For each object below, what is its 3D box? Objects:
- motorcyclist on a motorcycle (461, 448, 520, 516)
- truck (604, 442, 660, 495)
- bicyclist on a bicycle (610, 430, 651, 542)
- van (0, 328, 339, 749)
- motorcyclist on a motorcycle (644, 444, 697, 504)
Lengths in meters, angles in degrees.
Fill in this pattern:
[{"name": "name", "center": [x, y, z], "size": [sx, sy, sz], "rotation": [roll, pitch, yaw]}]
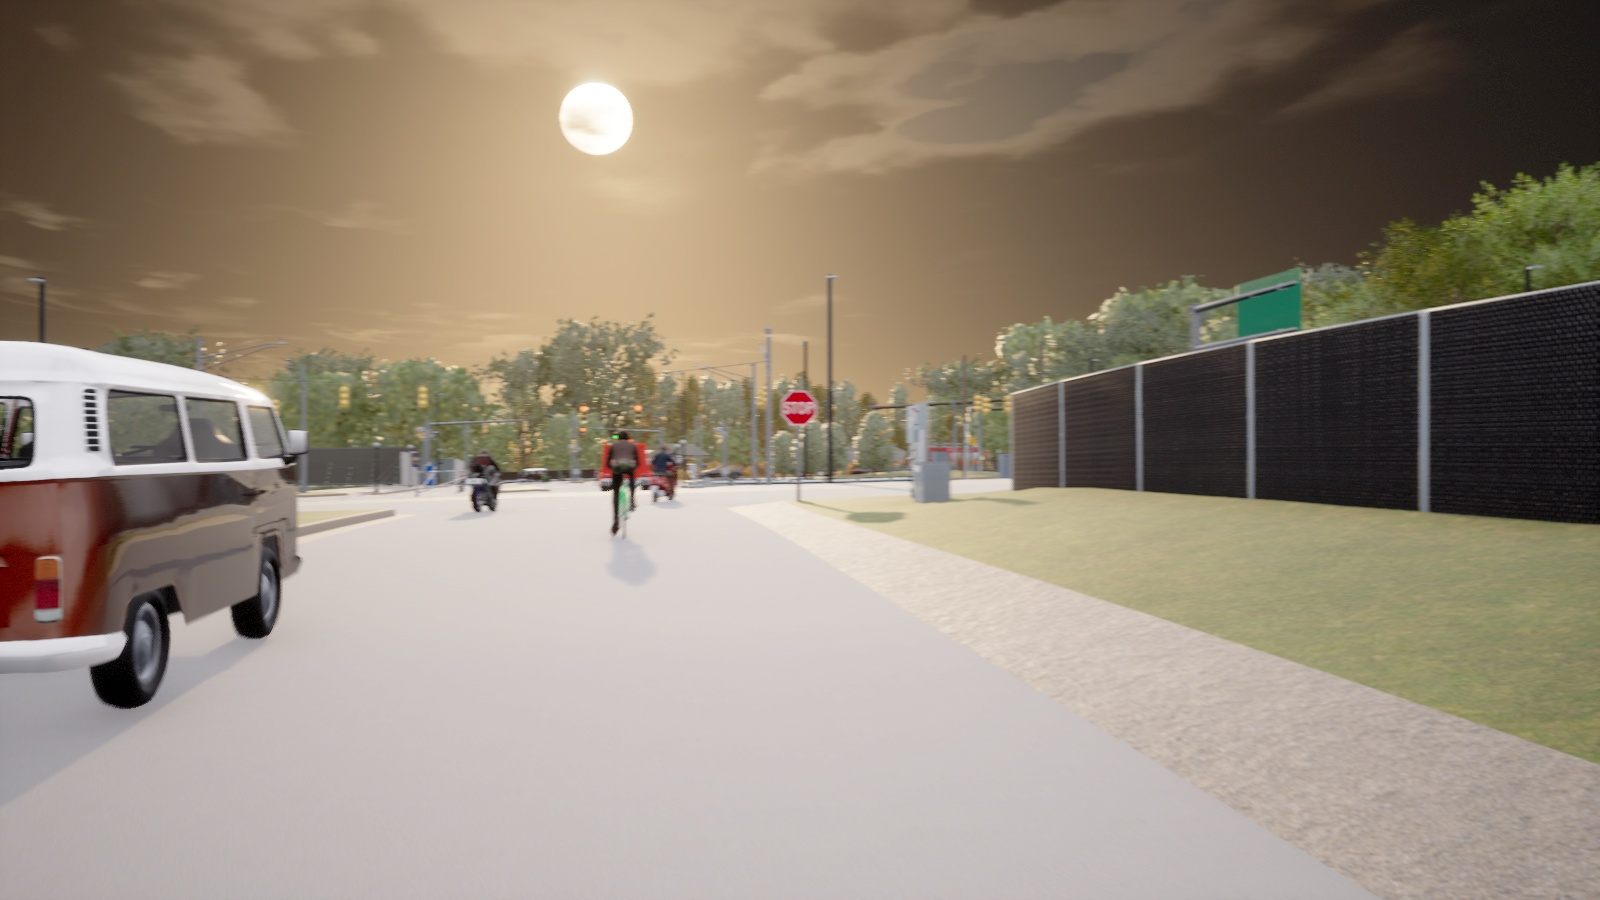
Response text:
[{"name": "motorcyclist on a motorcycle", "center": [-7.382, 0.749, 30.041], "size": [0.866, 1.530, 2.191], "rotation": [-1, -1, -1]}, {"name": "truck", "center": [-8.421, 0.984, 63.325], "size": [2.627, 2.467, 5.204], "rotation": [-2, -2, -7]}, {"name": "bicyclist on a bicycle", "center": [-2.569, 0.518, 19.030], "size": [0.582, 1.620, 1.656], "rotation": [-1, 0, -8]}, {"name": "van", "center": [-4.616, 0.415, 8.231], "size": [2.069, 2.038, 4.480], "rotation": [-1, 1, -8]}, {"name": "motorcyclist on a motorcycle", "center": [-3.580, 0.652, 34.874], "size": [0.866, 1.590, 1.817], "rotation": [2, 0, 14]}]
